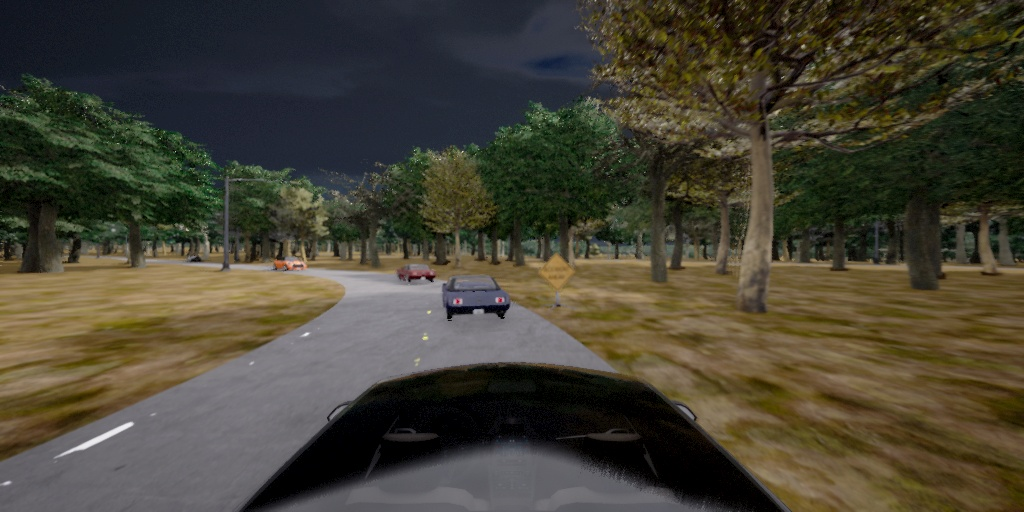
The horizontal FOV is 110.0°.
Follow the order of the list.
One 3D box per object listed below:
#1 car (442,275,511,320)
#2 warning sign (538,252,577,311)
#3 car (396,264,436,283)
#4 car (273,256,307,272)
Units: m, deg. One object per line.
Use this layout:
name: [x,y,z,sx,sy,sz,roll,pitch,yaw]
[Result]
car: [-1.434,1.305,12.451,1.895,1.301,4.718,0,0,-13]
warning sign: [1.518,0.809,11.914,1.300,1.860,1.060,0,0,-12]
car: [-7.239,1.240,26.656,1.895,1.301,4.718,0,0,-30]
car: [-25.576,0.834,41.326,4.553,1.767,2.097,1,0,37]
